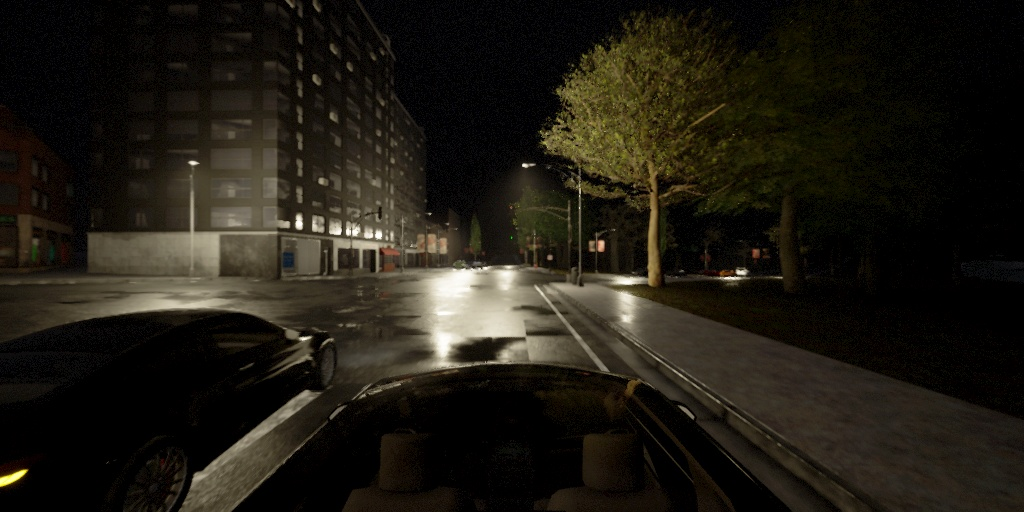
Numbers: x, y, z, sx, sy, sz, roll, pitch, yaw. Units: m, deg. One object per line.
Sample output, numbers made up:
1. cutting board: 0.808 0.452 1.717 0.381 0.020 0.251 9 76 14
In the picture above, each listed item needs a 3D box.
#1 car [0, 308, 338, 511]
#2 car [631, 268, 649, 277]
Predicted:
1. car: -3.524 1.278 3.761 1.812 1.442 4.674 0 0 -5
2. car: 21.008 2.663 58.133 4.674 1.442 1.812 3 -2 -45
